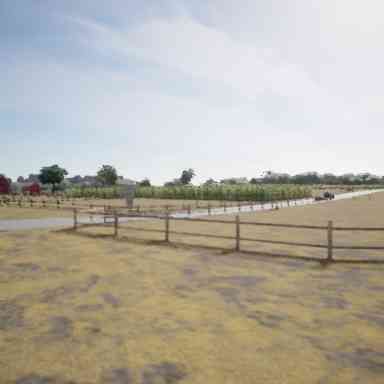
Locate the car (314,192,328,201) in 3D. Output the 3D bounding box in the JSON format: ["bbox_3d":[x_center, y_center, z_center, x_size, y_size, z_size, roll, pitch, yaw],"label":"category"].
[{"bbox_3d":[34.071,1.544,89.062,1.882,1.535,5.008,-1,1,36],"label":"car"}]
